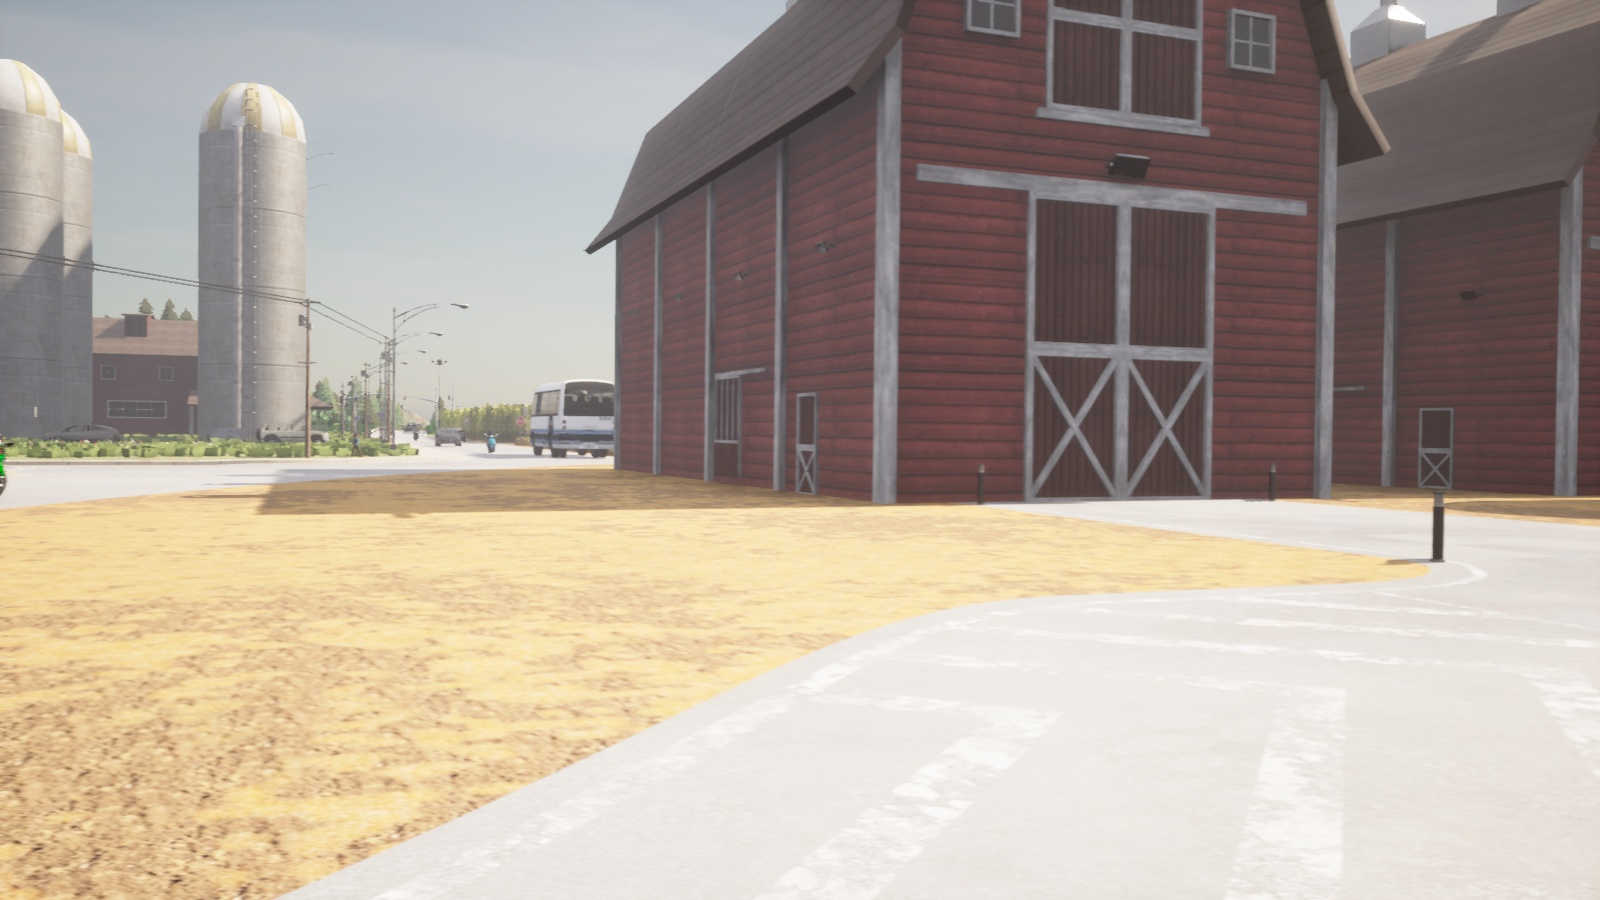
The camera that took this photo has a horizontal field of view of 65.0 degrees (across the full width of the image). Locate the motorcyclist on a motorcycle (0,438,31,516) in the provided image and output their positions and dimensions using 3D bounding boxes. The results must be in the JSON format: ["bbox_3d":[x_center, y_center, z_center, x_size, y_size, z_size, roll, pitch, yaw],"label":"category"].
[{"bbox_3d":[-16.079,0.544,24.591,0.797,1.523,2.044,-1,2,-2],"label":"motorcyclist on a motorcycle"}]

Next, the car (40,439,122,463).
[{"bbox_3d":[-48.184,0.032,84.206,4.514,1.525,2.007,-1,1,-22],"label":"car"}]

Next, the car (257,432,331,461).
[{"bbox_3d":[-34.596,-0.269,85.899,4.605,1.855,1.932,-1,1,-22],"label":"car"}]

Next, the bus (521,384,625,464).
[{"bbox_3d":[-13.153,-1.461,71.795,3.944,4.253,10.273,-1,1,-21],"label":"bus"}]

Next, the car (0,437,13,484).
[{"bbox_3d":[-30.684,0.391,44.248,4.611,1.667,2.242,-1,1,-21],"label":"car"}]
